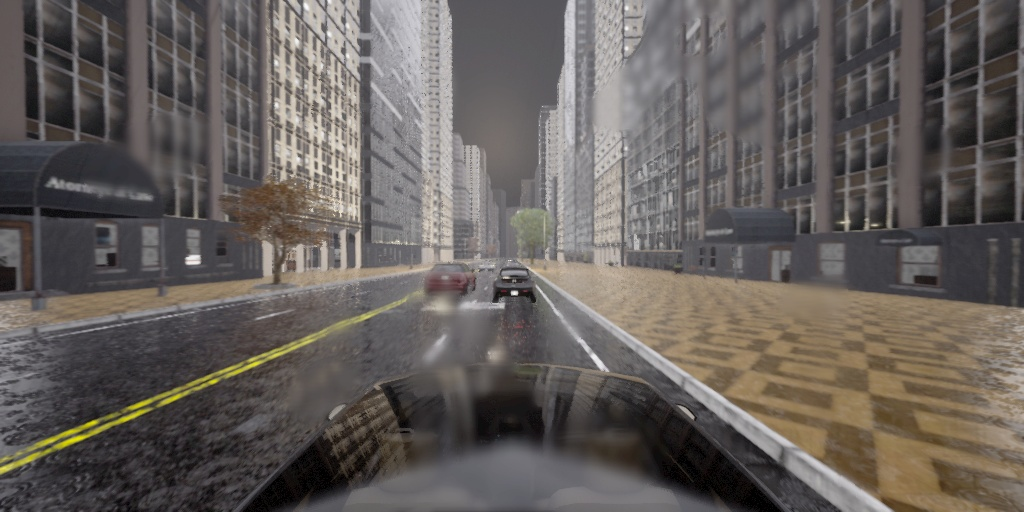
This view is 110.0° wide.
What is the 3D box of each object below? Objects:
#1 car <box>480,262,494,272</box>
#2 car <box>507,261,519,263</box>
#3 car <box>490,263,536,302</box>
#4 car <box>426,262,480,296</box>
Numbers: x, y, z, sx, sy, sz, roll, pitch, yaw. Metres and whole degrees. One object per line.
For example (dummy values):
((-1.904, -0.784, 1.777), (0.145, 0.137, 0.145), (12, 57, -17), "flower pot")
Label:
((-3.137, 1.379, 46.417), (1.895, 1.301, 4.718), (0, 0, 0), "car")
((0.112, 1.322, 40.831), (2.033, 1.411, 5.357), (0, 0, 0), "car")
((0.104, 1.264, 17.092), (1.837, 1.490, 4.892), (0, 0, 0), "car")
((-3.144, 1.113, 19.397), (2.097, 1.767, 4.553), (0, 0, 0), "car")
